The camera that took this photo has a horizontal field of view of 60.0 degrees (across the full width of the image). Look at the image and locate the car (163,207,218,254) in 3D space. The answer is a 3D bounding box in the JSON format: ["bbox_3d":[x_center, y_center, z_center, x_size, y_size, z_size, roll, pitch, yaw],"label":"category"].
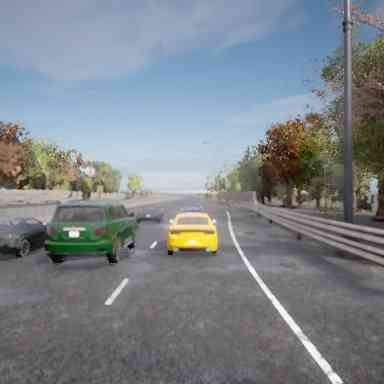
[{"bbox_3d":[0.037,1.634,14.232,1.882,1.535,5.008,0,0,1],"label":"car"}]

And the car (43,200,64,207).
[{"bbox_3d":[-27.969,2.331,67.401,2.033,1.411,5.357,0,-1,0],"label":"car"}]

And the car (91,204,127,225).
[{"bbox_3d":[-6.964,1.825,28.491,1.837,1.490,4.892,0,0,1],"label":"car"}]

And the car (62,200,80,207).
[{"bbox_3d":[-24.469,2.315,67.399,1.812,1.442,4.674,0,-1,0],"label":"car"}]

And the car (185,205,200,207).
[{"bbox_3d":[0.042,1.848,28.883,1.812,1.442,4.674,0,0,1],"label":"car"}]

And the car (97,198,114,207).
[{"bbox_3d":[-17.469,2.146,67.428,2.097,1.767,4.553,0,-1,0],"label":"car"}]

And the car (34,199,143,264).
[{"bbox_3d":[-3.484,1.363,12.562,2.150,2.045,5.566,0,0,0],"label":"car"}]

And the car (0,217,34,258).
[{"bbox_3d":[-6.971,1.713,13.465,1.994,1.385,4.181,0,-1,1],"label":"car"}]

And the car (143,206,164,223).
[{"bbox_3d":[-3.460,1.882,28.459,1.994,1.385,4.181,0,-1,0],"label":"car"}]

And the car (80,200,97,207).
[{"bbox_3d":[-20.969,2.291,67.398,1.837,1.490,4.892,0,-1,0],"label":"car"}]
